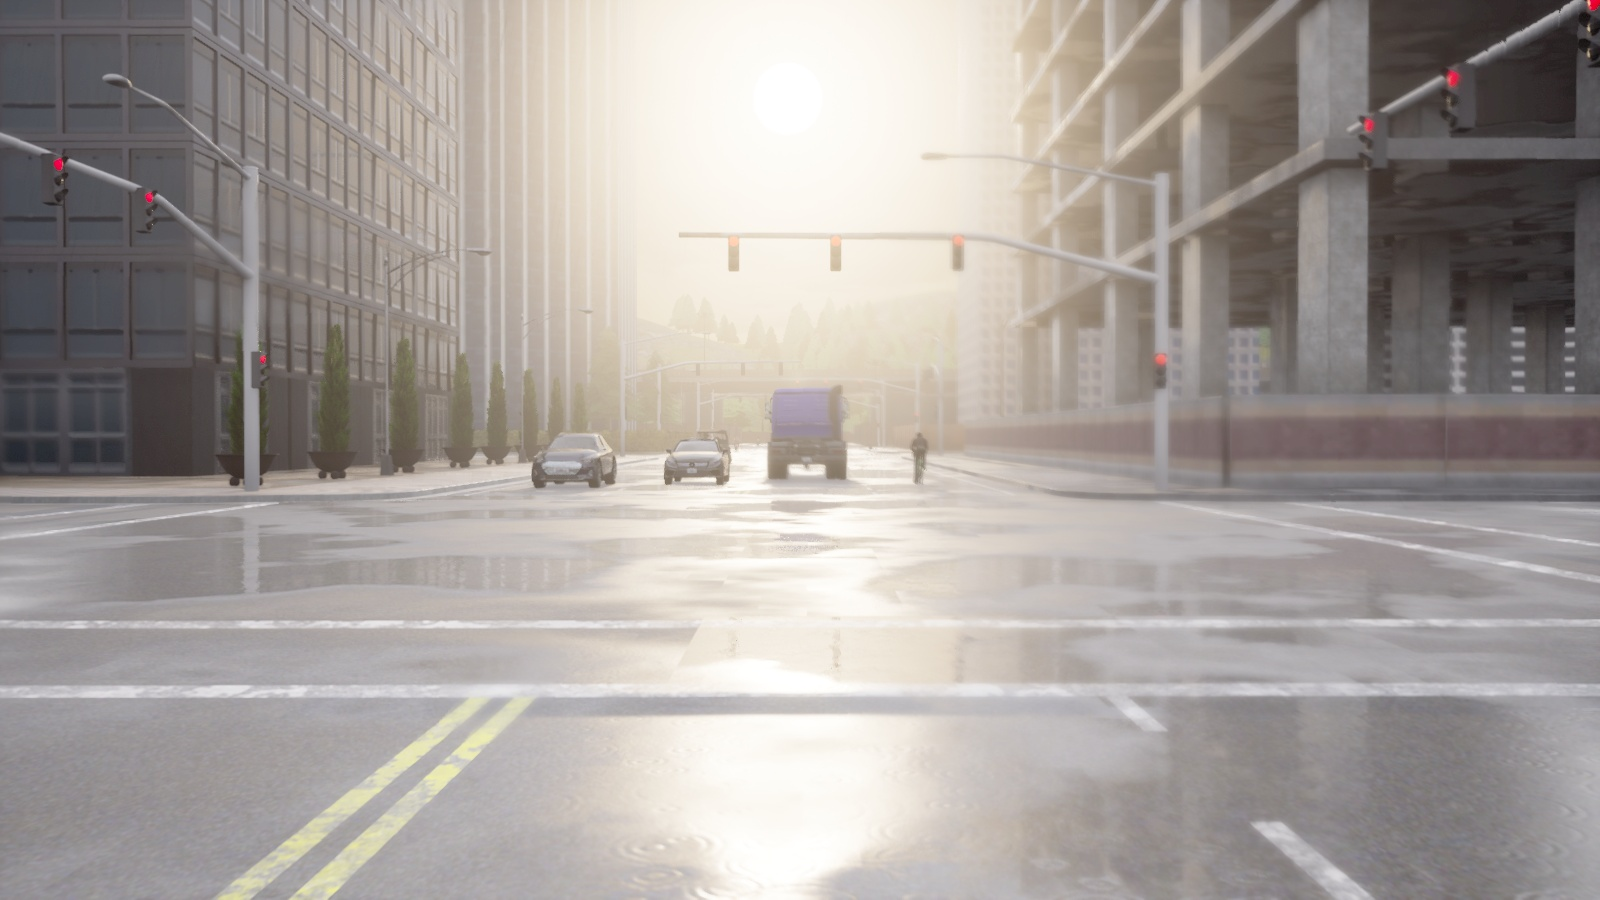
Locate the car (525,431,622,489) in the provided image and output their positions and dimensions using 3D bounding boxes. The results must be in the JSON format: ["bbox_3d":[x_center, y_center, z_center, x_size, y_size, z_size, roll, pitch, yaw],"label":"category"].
[{"bbox_3d":[-6.772,0.257,38.029,2.033,1.649,4.856,0,1,0],"label":"car"}]

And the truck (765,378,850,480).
[{"bbox_3d":[0.277,-0.742,46.590,2.891,3.462,7.936,0,1,0],"label":"truck"}]

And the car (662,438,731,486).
[{"bbox_3d":[-3.259,0.332,40.261,1.812,1.442,4.674,0,1,0],"label":"car"}]

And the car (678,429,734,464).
[{"bbox_3d":[-5.050,-0.202,68.142,1.905,1.878,3.866,0,1,14],"label":"car"}]
